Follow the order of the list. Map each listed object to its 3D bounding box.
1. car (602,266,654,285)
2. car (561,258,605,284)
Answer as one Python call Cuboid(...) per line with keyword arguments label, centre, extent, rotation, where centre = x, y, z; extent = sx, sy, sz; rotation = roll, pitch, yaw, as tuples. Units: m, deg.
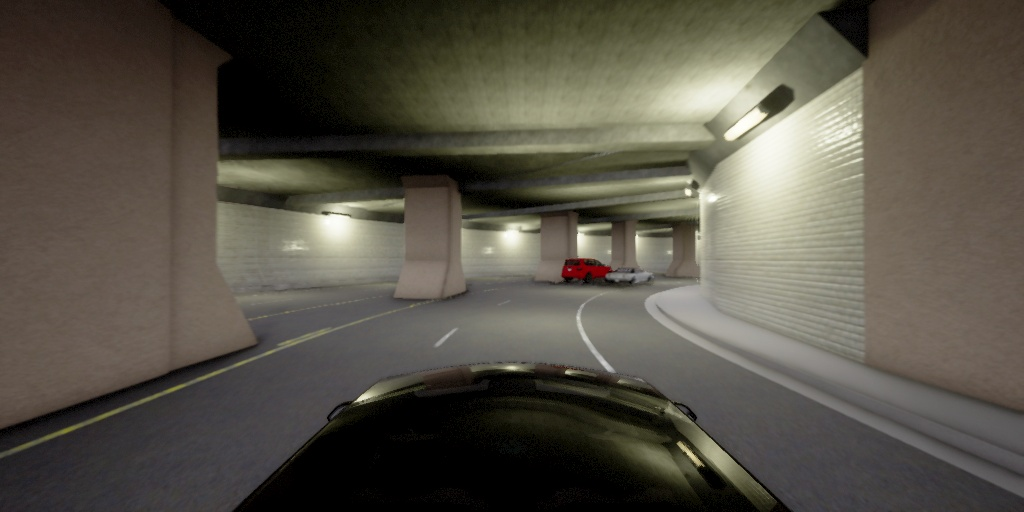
Cuboid(label="car", centre=(9.527, 1.593, 28.713), extent=(4.718, 1.301, 1.895), rotation=(1, -1, -45))
Cuboid(label="car", centre=(6.460, 1.231, 30.574), extent=(2.150, 2.045, 5.566), rotation=(-1, -1, 44))
